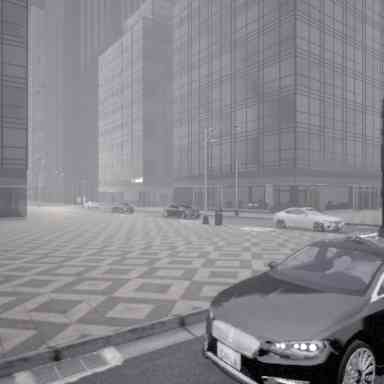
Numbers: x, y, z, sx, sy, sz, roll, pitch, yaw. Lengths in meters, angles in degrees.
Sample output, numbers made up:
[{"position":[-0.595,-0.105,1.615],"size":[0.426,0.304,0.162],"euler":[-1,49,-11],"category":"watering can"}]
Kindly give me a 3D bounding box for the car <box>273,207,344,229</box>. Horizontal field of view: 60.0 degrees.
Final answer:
[{"position":[7.241,1.704,21.126],"size":[1.812,1.442,4.674],"euler":[0,-1,-34],"category":"car"}]

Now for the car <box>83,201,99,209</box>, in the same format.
[{"position":[-19.182,2.476,63.100],"size":[1.812,1.442,4.674],"euler":[0,-1,-36],"category":"car"}]

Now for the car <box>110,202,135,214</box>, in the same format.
[{"position":[-9.254,2.117,44.025],"size":[1.837,1.490,4.892],"euler":[0,-1,-36],"category":"car"}]

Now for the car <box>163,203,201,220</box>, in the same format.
[{"position":[-1.070,1.903,32.697],"size":[1.837,1.490,4.892],"euler":[0,-1,-36],"category":"car"}]

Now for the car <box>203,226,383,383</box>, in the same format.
[{"position":[2.418,1.491,4.949],"size":[4.902,1.511,2.128],"euler":[0,0,-34],"category":"car"}]
